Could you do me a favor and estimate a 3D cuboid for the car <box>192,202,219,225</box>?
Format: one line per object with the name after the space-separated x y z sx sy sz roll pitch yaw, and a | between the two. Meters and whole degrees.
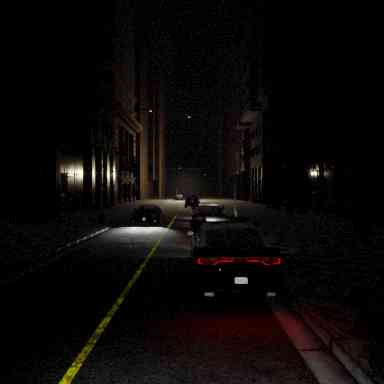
0.920 1.507 24.588 1.812 1.442 4.674 0 0 0 | car

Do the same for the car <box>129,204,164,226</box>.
-3.080 1.547 23.266 1.994 1.385 4.181 0 0 0 | car

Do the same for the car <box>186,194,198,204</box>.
0.050 1.272 60.082 2.097 1.767 4.553 0 0 0 | car

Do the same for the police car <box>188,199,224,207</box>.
0.915 1.413 18.698 1.930 1.638 5.238 0 0 0 | police car

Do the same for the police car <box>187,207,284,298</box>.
0.906 1.421 8.696 1.930 1.638 5.238 0 0 0 | police car

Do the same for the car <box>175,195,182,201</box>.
-2.935 1.367 77.721 2.128 1.511 4.902 0 0 0 | car

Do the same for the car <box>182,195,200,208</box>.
0.055 1.299 46.789 2.097 1.767 4.553 0 0 0 | car
